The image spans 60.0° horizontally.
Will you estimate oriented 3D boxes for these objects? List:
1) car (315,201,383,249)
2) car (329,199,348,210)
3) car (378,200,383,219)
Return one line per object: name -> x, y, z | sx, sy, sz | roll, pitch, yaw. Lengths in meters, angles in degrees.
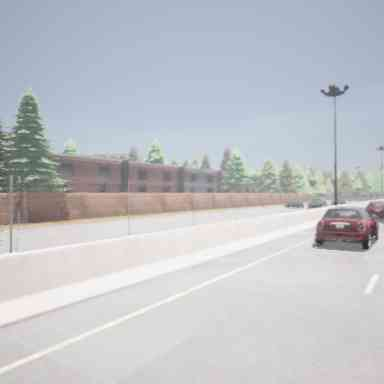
car -> 7.272, 1.452, 15.373 | 2.097, 1.767, 4.553 | -1, -1, 35
car -> 21.722, 1.849, 49.209 | 1.812, 1.442, 4.674 | -1, 0, 35
car -> 15.758, 1.508, 27.803 | 2.097, 1.767, 4.553 | -1, -1, 35
